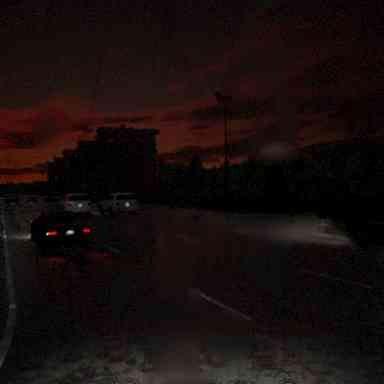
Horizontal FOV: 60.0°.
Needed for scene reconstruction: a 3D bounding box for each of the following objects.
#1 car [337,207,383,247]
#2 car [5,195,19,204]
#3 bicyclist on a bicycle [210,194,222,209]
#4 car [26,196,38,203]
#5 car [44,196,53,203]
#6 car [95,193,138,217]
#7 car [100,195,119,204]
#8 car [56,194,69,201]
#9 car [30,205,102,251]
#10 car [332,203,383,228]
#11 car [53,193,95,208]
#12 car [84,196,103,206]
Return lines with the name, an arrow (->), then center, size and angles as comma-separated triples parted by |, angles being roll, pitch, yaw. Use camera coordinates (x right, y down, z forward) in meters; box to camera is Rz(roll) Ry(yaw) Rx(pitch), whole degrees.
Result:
car -> 7.832, 1.419, 11.570 | 1.895, 1.301, 4.718 | -1, 0, -30
car -> -33.133, 1.524, 61.565 | 1.812, 1.442, 4.674 | -1, 0, -30
bicyclist on a bicycle -> 2.582, 1.020, 35.699 | 1.656, 1.620, 0.582 | -1, 1, -30
car -> -32.156, 1.545, 66.848 | 1.895, 1.301, 4.718 | -1, 0, -30
car -> -29.493, 1.452, 69.228 | 1.994, 1.385, 4.181 | -1, 0, -30
car -> -6.691, 1.101, 29.828 | 2.150, 2.045, 5.566 | -1, 1, -30
car -> -14.242, 1.265, 57.045 | 1.882, 1.535, 5.008 | -1, 0, -30
car -> -30.048, 1.330, 77.138 | 1.882, 1.535, 5.008 | -1, 0, -30
car -> -5.716, 1.521, 14.249 | 2.033, 1.411, 5.357 | -1, 0, -31
car -> 9.246, 1.246, 16.133 | 1.882, 1.535, 5.008 | -1, 1, -30
car -> -10.405, 1.153, 29.267 | 2.150, 2.045, 5.566 | -1, 1, -30
car -> -15.489, 1.341, 52.191 | 1.837, 1.490, 4.892 | -1, 0, -30
